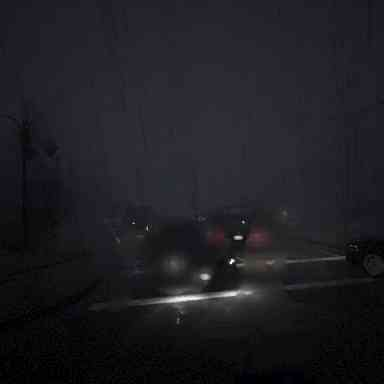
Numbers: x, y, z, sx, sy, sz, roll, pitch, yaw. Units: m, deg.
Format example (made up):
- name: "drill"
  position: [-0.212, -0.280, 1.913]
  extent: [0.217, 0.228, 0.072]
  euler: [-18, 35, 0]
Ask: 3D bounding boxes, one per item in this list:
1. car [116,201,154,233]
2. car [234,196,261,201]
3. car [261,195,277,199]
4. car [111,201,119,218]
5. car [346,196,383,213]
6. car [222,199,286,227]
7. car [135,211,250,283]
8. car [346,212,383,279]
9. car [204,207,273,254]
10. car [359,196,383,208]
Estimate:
- name: "car"
  position: [-3.116, 1.529, 19.958]
  extent: [2.033, 1.411, 5.357]
  euler: [0, 0, -17]
- name: "car"
  position: [7.307, 1.287, 46.187]
  extent: [2.007, 1.523, 4.514]
  euler: [0, 0, -17]
- name: "car"
  position: [10.294, 1.277, 47.147]
  extent: [2.152, 1.636, 5.027]
  euler: [0, 0, -17]
- name: "car"
  position: [-6.290, 1.515, 30.106]
  extent: [2.033, 1.411, 5.357]
  euler: [0, 0, -17]
- name: "car"
  position: [15.568, 1.356, 29.241]
  extent: [1.970, 1.475, 3.806]
  euler: [0, 0, -17]
- name: "car"
  position: [2.835, 1.467, 19.912]
  extent: [5.357, 1.411, 2.033]
  euler: [-3, 1, -15]
- name: "car"
  position: [-0.369, 1.543, 10.128]
  extent: [2.033, 1.411, 5.357]
  euler: [0, 0, -15]
- name: "car"
  position: [6.544, 1.475, 8.257]
  extent: [5.008, 1.535, 1.882]
  euler: [0, 0, 39]
- name: "car"
  position: [1.348, 1.538, 13.389]
  extent: [2.033, 1.411, 5.357]
  euler: [0, 0, -4]
- name: "car"
  position: [23.857, 1.273, 43.239]
  extent: [1.845, 1.501, 3.633]
  euler: [0, 0, -17]
